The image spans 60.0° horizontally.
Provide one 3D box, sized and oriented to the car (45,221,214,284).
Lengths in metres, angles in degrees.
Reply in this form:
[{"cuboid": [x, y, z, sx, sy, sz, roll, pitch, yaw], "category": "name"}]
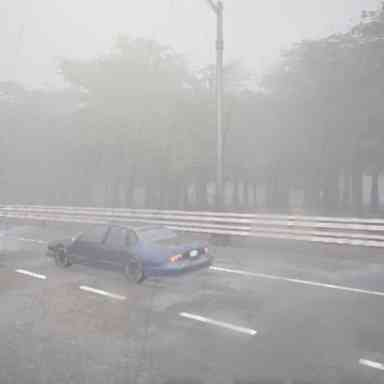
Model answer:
[{"cuboid": [-2.003, 1.558, 9.602, 5.357, 1.411, 2.033, 0, 0, 36], "category": "car"}]
